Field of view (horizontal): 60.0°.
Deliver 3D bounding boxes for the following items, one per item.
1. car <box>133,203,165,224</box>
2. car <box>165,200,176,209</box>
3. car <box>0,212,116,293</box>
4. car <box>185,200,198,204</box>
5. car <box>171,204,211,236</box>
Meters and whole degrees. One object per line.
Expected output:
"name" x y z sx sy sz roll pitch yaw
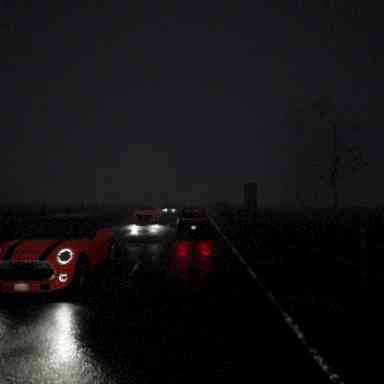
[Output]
"car" -3.614 1.729 27.474 1.882 1.535 5.008 0 -1 0
"car" -3.546 2.046 54.845 2.033 1.411 5.357 0 -1 0
"car" -3.605 1.438 9.262 2.097 1.767 4.553 0 -1 0
"car" -0.031 2.000 52.156 1.812 1.442 4.674 0 -1 0
"car" 0.086 1.674 19.874 2.128 1.511 4.902 0 -1 0
